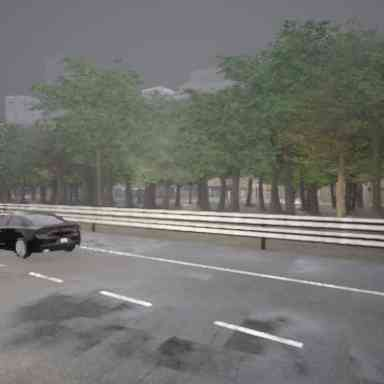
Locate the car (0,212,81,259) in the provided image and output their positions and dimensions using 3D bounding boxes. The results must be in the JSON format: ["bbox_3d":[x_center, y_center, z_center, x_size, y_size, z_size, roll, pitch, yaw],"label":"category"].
[{"bbox_3d":[-6.342,1.496,12.709,5.008,1.535,1.882,0,0,36],"label":"car"}]
